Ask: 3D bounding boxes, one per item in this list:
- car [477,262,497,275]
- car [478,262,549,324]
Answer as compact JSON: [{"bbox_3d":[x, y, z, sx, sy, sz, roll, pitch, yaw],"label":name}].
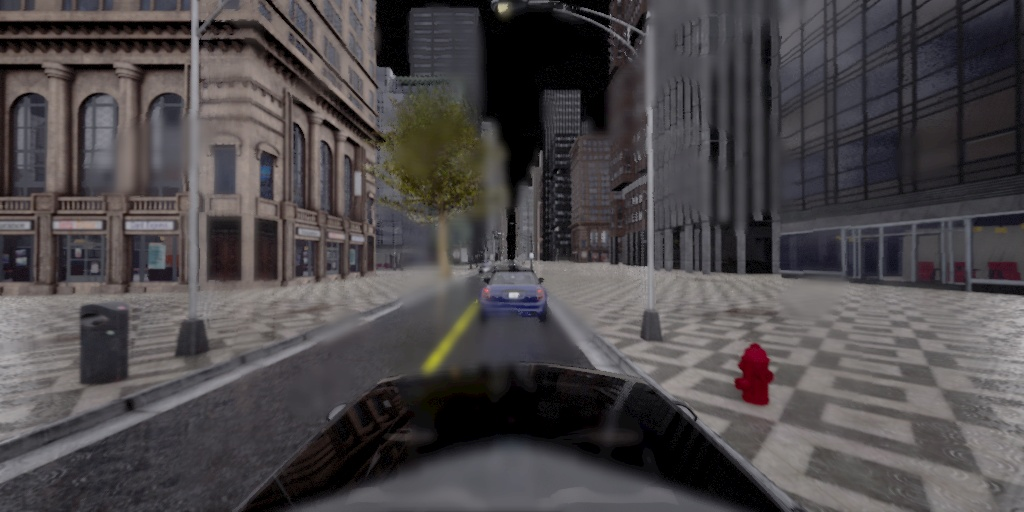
[{"bbox_3d":[-3.084,1.516,44.547,2.128,1.511,4.902,0,-1,0],"label":"car"},{"bbox_3d":[0.072,1.163,12.447,2.097,1.767,4.553,0,0,0],"label":"car"}]
